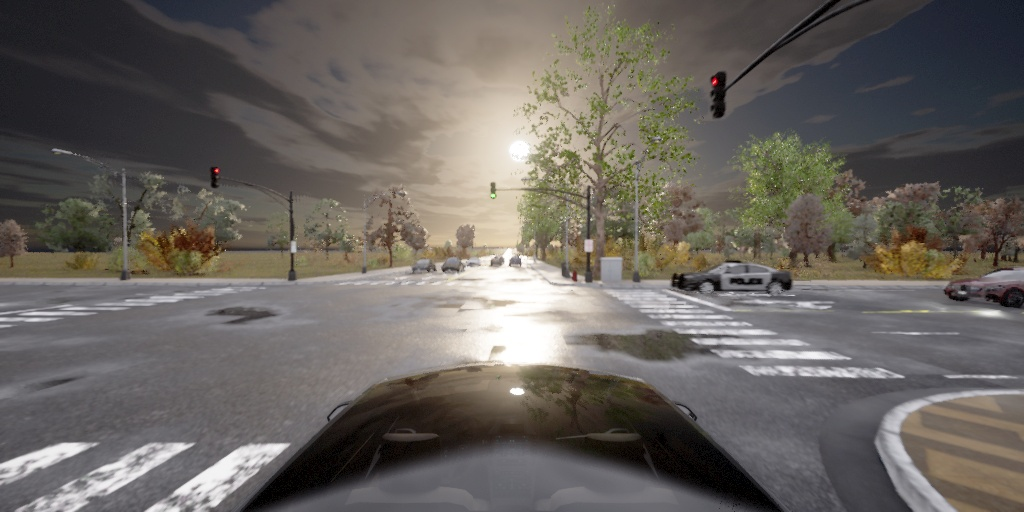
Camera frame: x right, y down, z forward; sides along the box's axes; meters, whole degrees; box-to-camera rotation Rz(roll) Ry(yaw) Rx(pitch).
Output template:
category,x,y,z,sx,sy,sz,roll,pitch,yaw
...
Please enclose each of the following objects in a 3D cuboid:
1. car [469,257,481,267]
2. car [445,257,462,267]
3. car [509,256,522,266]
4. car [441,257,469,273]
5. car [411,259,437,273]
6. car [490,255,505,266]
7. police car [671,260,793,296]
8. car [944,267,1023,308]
category,x,y,z,sx,sy,sz,roll,pitch,yaw
car,-6.012,0.956,57.165,1.812,1.442,4.674,0,0,1
car,-9.258,0.907,57.281,1.882,1.535,5.008,0,0,1
car,0.585,0.761,60.736,2.097,1.767,4.553,0,0,1
car,-6.363,1.086,39.397,2.033,1.411,5.357,0,0,1
car,-9.610,1.063,39.495,1.812,1.442,4.674,0,0,1
car,-2.664,0.899,60.823,2.128,1.511,4.902,0,0,1
police car,10.535,1.004,17.373,5.238,1.638,1.930,0,1,3
car,19.766,1.159,13.771,4.674,1.442,1.812,0,1,3
